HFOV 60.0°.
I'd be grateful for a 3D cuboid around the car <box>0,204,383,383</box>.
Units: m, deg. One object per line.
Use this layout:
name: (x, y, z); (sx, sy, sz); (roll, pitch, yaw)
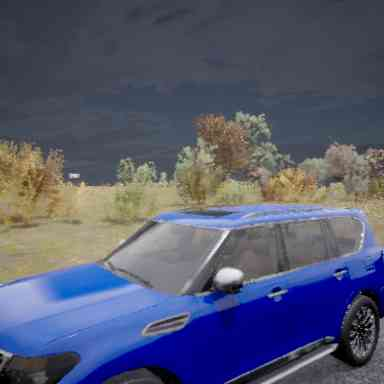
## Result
car: (0.348, 1.221, 4.242); (5.566, 2.045, 2.150); (0, 0, -36)
